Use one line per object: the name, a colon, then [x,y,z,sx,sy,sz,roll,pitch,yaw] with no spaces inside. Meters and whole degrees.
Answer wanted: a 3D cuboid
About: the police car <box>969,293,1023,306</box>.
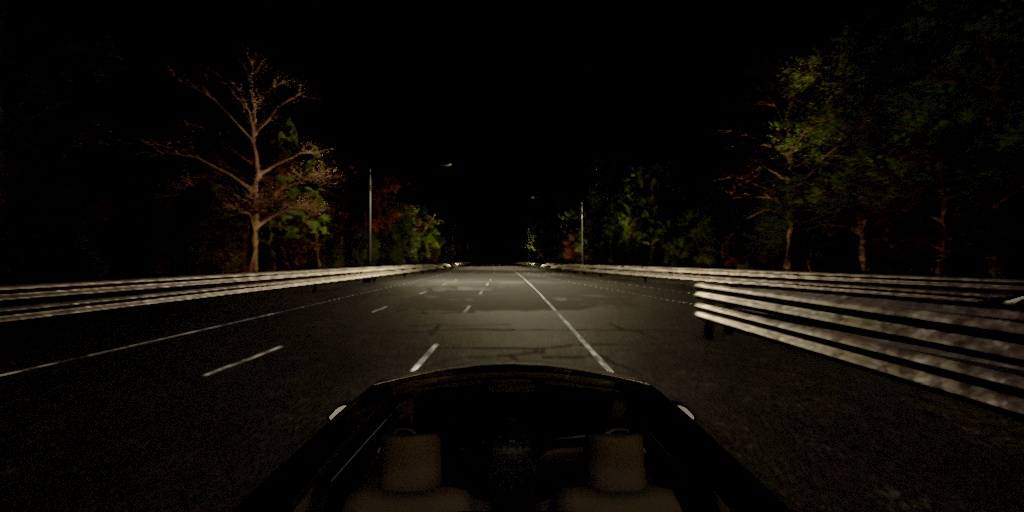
police car: [11.824,1.351,7.426,2.038,1.542,4.974,0,-1,-12]
